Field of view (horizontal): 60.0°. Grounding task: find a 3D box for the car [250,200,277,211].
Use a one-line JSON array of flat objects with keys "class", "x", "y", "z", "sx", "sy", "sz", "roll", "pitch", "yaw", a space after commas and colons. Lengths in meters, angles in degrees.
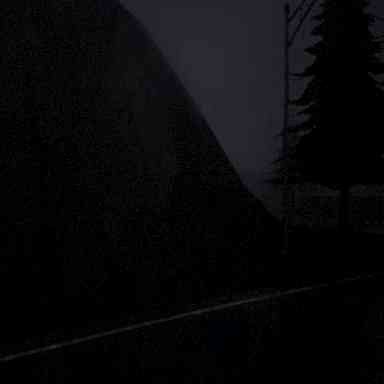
[{"class": "car", "x": 12.234, "y": 1.978, "z": 55.118, "sx": 4.181, "sy": 1.385, "sz": 1.994, "roll": 1, "pitch": -1, "yaw": -37}]
